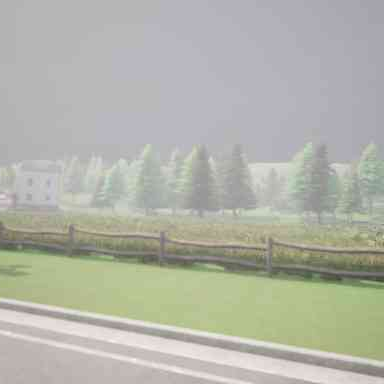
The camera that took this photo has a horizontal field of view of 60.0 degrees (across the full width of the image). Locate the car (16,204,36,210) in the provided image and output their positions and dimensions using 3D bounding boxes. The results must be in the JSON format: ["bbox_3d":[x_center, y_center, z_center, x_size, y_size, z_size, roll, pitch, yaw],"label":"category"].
[{"bbox_3d":[-36.838,3.570,73.677,4.605,1.855,1.932,1,-3,20],"label":"car"}]
